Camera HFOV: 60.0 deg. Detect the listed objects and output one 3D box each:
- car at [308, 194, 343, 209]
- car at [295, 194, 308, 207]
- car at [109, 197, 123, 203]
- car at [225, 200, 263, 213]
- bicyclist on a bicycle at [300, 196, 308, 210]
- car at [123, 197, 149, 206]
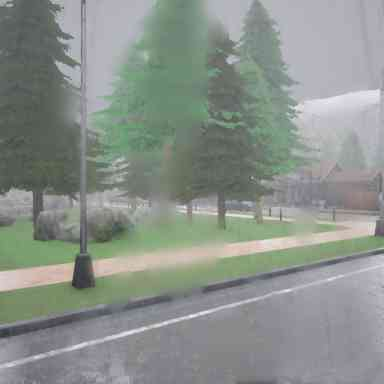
[{"bbox_3d":[17.375,1.160,42.723,4.605,1.855,1.932,0,0,-37],"label":"car"},{"bbox_3d":[15.556,1.161,44.502,3.866,1.878,1.905,0,0,-37],"label":"car"},{"bbox_3d":[-14.620,1.477,66.395,4.902,1.511,2.128,0,0,42],"label":"car"},{"bbox_3d":[5.618,1.338,36.839,2.097,1.767,4.553,0,0,-37],"label":"car"},{"bbox_3d":[13.214,1.267,39.182,1.656,1.620,0.582,0,0,-37],"label":"bicyclist on a bicycle"},{"bbox_3d":[-8.939,1.479,55.776,2.128,1.511,4.902,0,0,-41],"label":"car"}]
